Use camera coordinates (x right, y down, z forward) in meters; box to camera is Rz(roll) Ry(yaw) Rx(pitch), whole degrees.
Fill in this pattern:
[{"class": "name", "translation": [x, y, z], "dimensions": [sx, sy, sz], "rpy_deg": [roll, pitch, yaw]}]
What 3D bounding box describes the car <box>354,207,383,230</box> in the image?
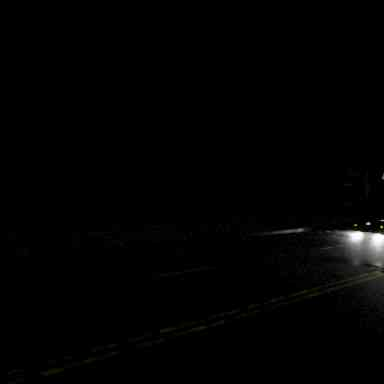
[{"class": "car", "translation": [11.552, 1.606, 19.898], "dimensions": [4.181, 1.385, 1.994], "rpy_deg": [0, 0, -35]}]
